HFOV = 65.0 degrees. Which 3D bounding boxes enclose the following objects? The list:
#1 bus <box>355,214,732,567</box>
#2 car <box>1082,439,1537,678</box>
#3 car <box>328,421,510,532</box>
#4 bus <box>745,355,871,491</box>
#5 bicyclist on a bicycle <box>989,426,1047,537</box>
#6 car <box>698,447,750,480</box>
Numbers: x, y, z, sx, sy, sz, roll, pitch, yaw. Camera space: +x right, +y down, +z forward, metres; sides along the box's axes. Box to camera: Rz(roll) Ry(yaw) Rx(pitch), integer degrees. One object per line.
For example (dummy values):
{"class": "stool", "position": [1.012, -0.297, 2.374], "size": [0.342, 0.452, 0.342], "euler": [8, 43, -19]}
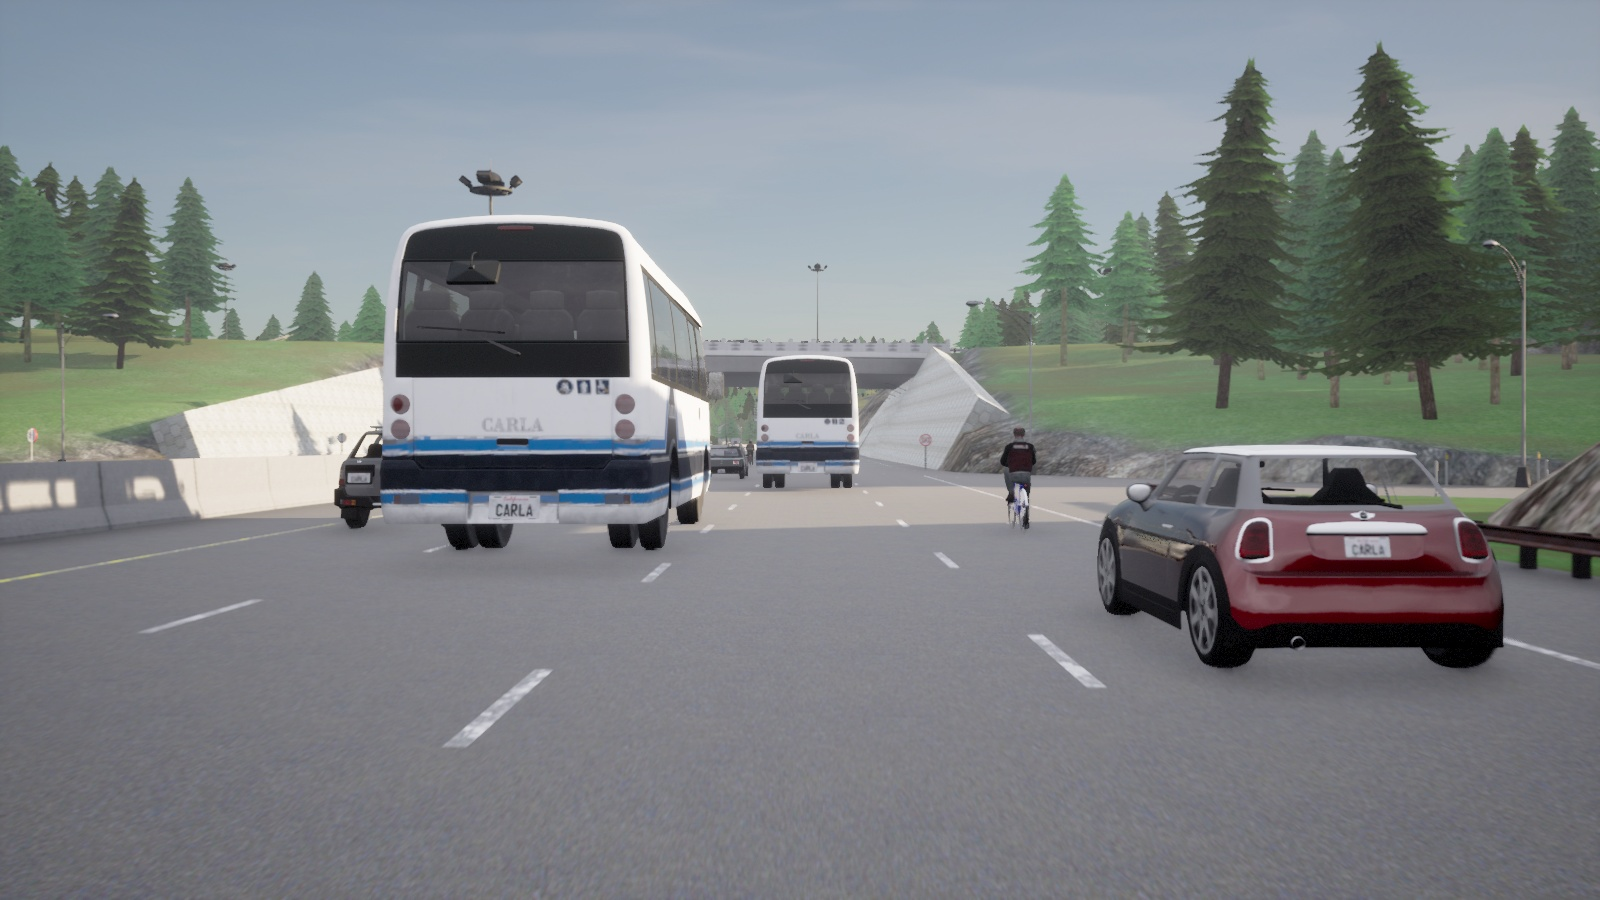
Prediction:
{"class": "bus", "position": [-3.368, -0.747, 20.279], "size": [3.944, 4.253, 10.273], "euler": [0, 0, 0]}
{"class": "car", "position": [3.574, 0.660, 9.662], "size": [1.970, 1.475, 3.806], "euler": [0, 0, 0]}
{"class": "car", "position": [-6.853, 0.427, 23.136], "size": [1.932, 1.855, 4.605], "euler": [0, 0, 0]}
{"class": "bus", "position": [0.270, -0.881, 44.558], "size": [3.944, 4.253, 10.273], "euler": [0, 0, 0]}
{"class": "bicyclist on a bicycle", "position": [3.635, 0.501, 21.030], "size": [0.659, 1.776, 1.843], "euler": [0, 1, 0]}
{"class": "car", "position": [-3.182, 0.544, 53.259], "size": [1.895, 1.301, 4.718], "euler": [0, 0, 0]}
